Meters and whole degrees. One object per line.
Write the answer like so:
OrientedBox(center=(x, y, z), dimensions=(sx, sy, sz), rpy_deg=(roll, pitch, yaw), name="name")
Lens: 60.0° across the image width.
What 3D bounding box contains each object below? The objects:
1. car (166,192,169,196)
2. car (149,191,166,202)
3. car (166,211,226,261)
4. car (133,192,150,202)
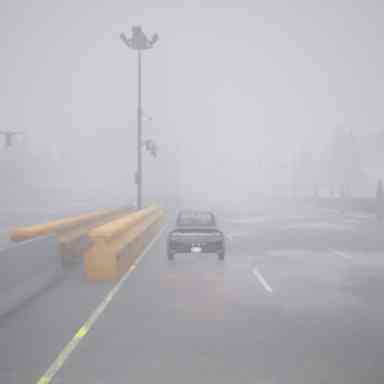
OrientedBox(center=(-6.578, 0.879, 80.724), dimensions=(2.097, 1.767, 4.553), rpy_deg=(0, 0, 0), name="car")
OrientedBox(center=(-6.678, 1.121, 65.232), dimensions=(1.837, 1.490, 4.892), rpy_deg=(0, 1, 1), name="car")
OrientedBox(center=(0.137, 1.435, 12.013), dimensions=(2.128, 1.511, 4.902), rpy_deg=(0, 0, 0), name="car")
OrientedBox(center=(-10.170, 1.164, 65.191), dimensions=(2.033, 1.411, 5.357), rpy_deg=(0, 0, 0), name="car")
